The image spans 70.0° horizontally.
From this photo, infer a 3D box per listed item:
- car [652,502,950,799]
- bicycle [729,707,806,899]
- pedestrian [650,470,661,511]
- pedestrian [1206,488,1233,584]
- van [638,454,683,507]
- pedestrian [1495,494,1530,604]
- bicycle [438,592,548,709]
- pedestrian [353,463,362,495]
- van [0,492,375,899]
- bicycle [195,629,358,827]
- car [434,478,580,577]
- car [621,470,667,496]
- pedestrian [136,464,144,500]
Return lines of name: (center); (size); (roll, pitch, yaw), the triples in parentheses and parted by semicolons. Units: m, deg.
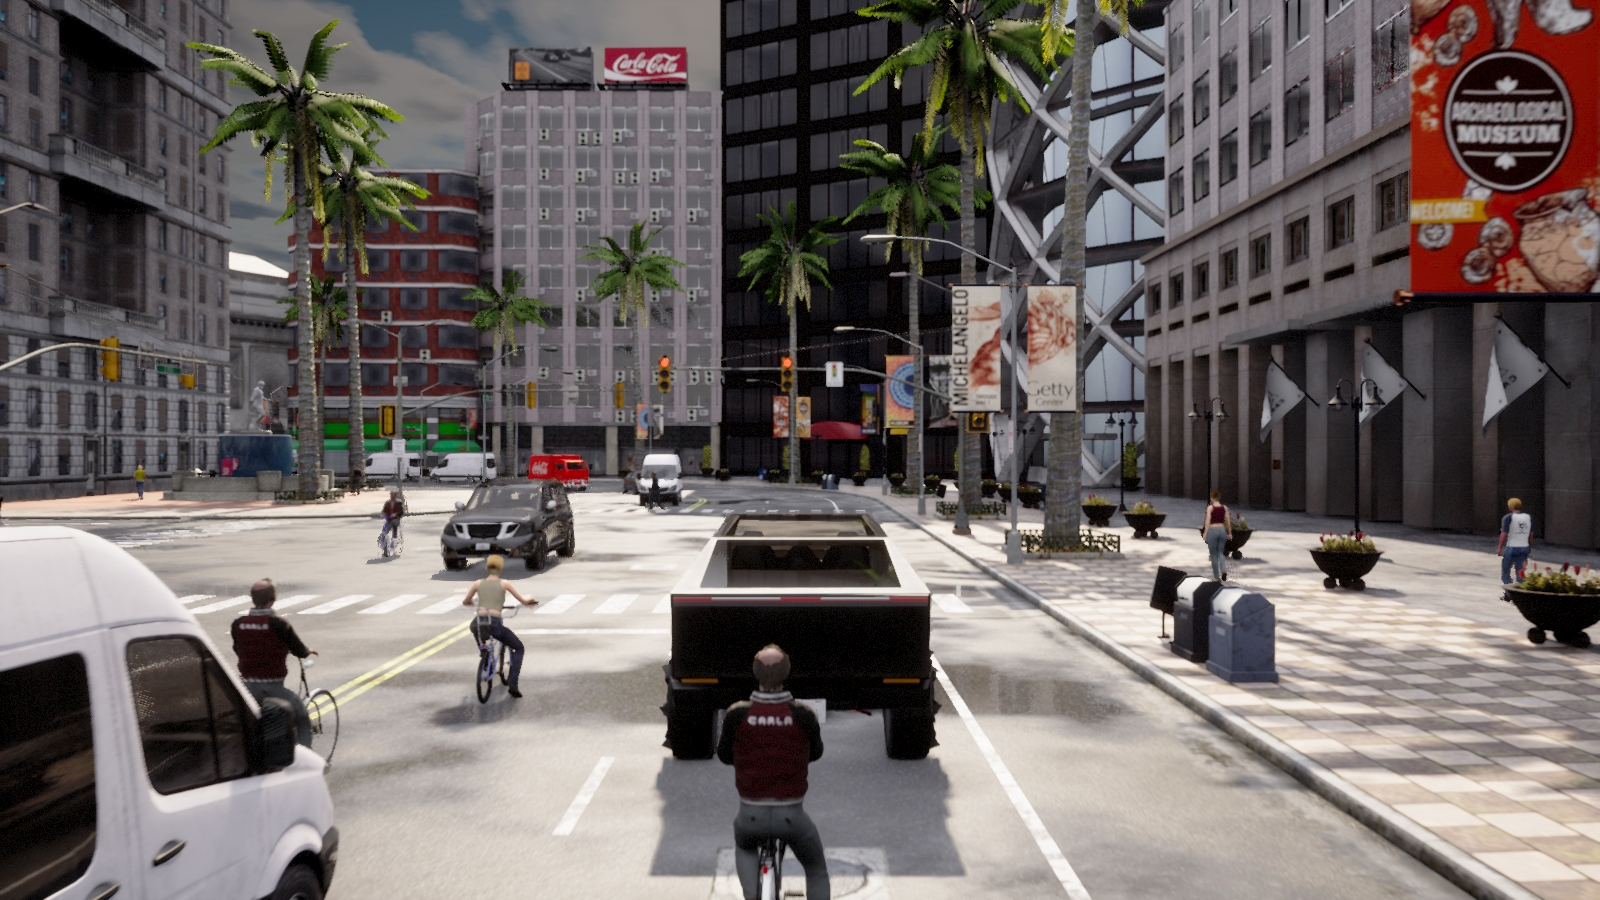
car: (0.006, 1.753, 12.297); (2.390, 2.098, 6.274); (0, 0, 0)
bicycle: (-0.149, 2.210, 6.296); (0.329, 1.171, 1.835); (0, 0, 1)
pedestrian: (-6.584, 1.849, 52.067); (0.375, 1.860, 0.375); (0, 0, -27)
pedestrian: (8.304, 1.698, 22.627); (0.375, 1.860, 0.375); (0, 0, -4)
van: (-7.258, 1.532, 59.913); (1.988, 2.561, 5.915); (0, 0, -3)
pedestrian: (12.283, 1.701, 19.690); (0.375, 1.860, 0.375); (0, 0, 2)
bicycle: (-3.479, 2.256, 13.092); (0.859, 1.080, 1.487); (0, 0, 0)
pedestrian: (-25.870, 1.697, 66.726); (0.375, 1.860, 0.375); (0, 0, -44)
van: (-3.501, 1.535, 3.789); (1.988, 2.561, 5.915); (0, 0, 0)
bicycle: (-4.247, 2.210, 9.407); (0.329, 1.171, 1.835); (0, 0, 6)
car: (-6.992, 1.779, 27.971); (2.150, 2.045, 5.566); (0, 0, 0)
car: (-9.974, 2.065, 72.620); (1.816, 1.474, 4.193); (0, 0, -24)
pedestrian: (-34.964, 1.695, 60.550); (0.375, 1.860, 0.375); (0, 0, -31)
